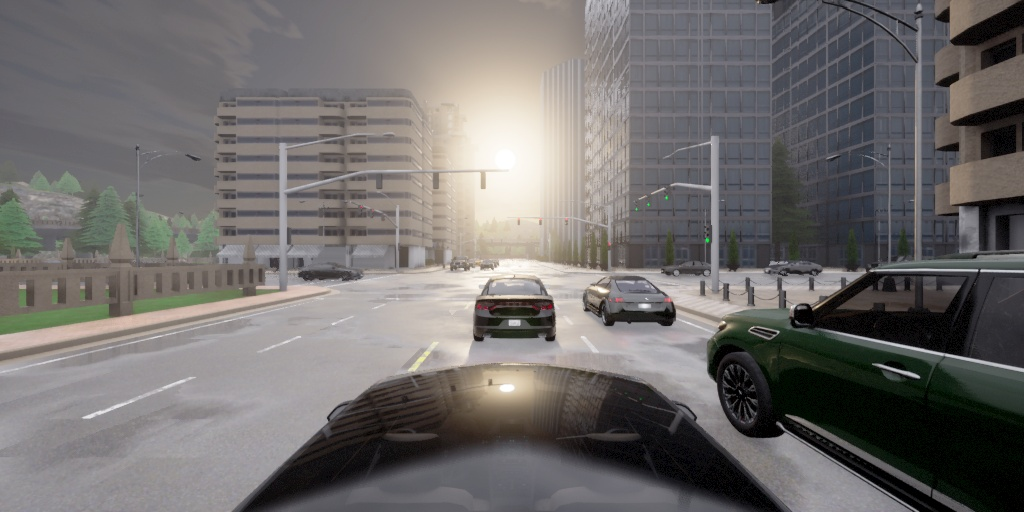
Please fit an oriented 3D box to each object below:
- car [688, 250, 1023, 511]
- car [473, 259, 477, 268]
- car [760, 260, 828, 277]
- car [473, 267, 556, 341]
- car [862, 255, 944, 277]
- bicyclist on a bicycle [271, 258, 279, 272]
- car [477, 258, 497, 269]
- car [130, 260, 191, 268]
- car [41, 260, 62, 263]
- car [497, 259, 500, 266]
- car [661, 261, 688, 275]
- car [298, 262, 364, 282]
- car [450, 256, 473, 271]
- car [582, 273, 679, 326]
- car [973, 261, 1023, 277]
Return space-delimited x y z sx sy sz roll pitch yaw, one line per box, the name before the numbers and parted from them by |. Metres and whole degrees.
car | 3.601 0.971 2.288 2.150 2.045 5.566 0 0 0
car | -7.103 1.255 59.303 1.837 1.490 4.892 0 0 0
car | 27.070 1.187 34.590 4.902 1.511 2.128 0 0 0
car | 0.066 1.228 9.864 1.882 1.535 5.008 0 0 0
car | 37.557 0.916 34.534 5.566 2.045 2.150 0 0 0
bicyclist on a bicycle | -26.094 0.995 39.820 0.582 1.620 1.656 0 0 7
car | -3.612 1.255 52.969 1.837 1.490 4.892 0 0 0
car | -28.290 1.220 28.443 4.674 1.442 1.812 0 0 7
car | -40.529 1.220 32.106 4.674 1.442 1.812 0 0 27
car | -3.589 1.241 62.309 2.128 1.511 4.902 0 0 0
car | 16.965 1.199 34.648 4.892 1.490 1.837 0 0 0
car | -13.900 1.220 27.649 4.674 1.442 1.812 0 0 1
car | -7.114 0.972 49.599 2.150 2.045 5.566 0 0 0
car | 3.575 1.314 11.643 1.994 1.385 4.181 0 0 0
car | 47.837 1.220 34.439 4.674 1.442 1.812 0 0 1
